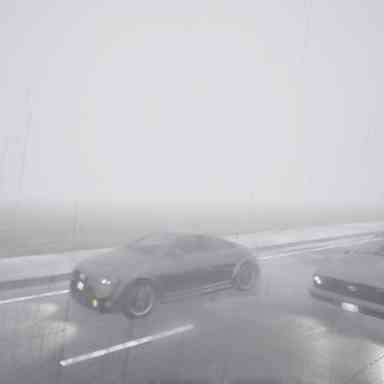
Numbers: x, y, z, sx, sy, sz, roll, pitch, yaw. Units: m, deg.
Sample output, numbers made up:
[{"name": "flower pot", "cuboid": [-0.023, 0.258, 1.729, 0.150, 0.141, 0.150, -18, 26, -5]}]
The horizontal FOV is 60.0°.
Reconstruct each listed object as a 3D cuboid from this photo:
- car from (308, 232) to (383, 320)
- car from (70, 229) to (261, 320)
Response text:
[{"name": "car", "cuboid": [4.815, 1.546, 7.125, 5.357, 1.411, 2.033, 0, 0, -36]}, {"name": "car", "cuboid": [-0.451, 1.562, 7.358, 4.181, 1.385, 1.994, 0, 0, -36]}]
